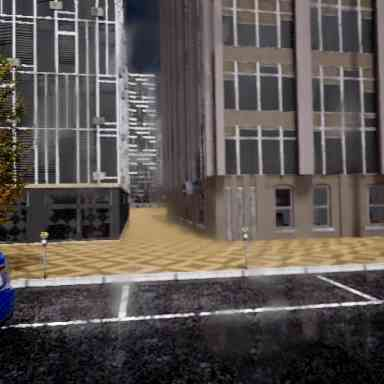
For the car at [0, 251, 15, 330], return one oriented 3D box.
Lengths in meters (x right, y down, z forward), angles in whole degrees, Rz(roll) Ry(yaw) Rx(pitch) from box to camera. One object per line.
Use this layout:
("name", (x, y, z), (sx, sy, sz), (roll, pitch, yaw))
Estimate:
("car", (-5.393, 1.387, 4.274), (5.566, 2.045, 2.150), (0, -1, -9))
